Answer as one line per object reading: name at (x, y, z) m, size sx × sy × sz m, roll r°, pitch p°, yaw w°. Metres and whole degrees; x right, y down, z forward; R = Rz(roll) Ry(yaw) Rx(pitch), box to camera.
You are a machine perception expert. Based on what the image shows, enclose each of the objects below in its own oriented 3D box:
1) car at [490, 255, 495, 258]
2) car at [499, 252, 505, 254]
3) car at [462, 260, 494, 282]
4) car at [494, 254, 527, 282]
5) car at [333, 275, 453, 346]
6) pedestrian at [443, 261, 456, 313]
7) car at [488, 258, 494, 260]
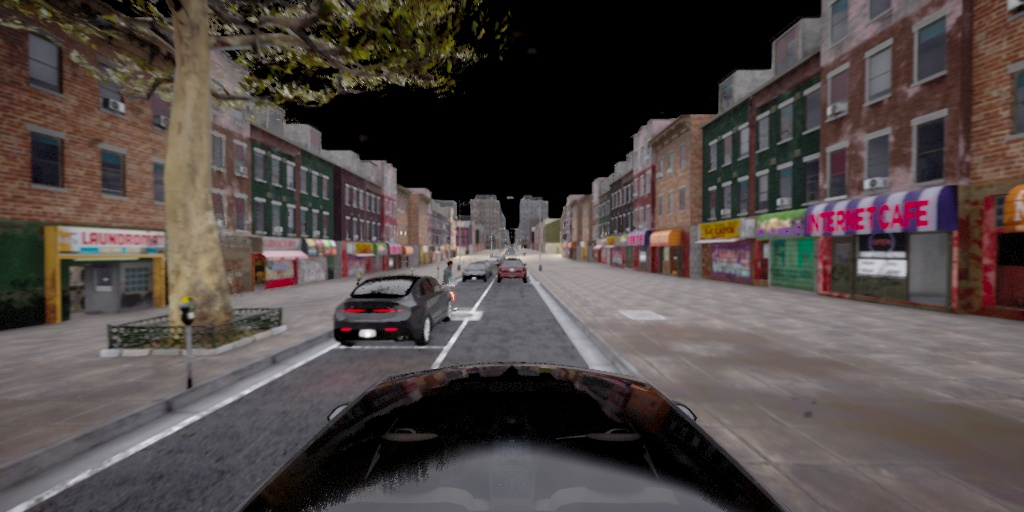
car at (-2.640, 0.862, 49.255) m, size 1.802 × 1.307 × 4.207 m, roll 0°, pitch 0°, yaw 0°
car at (-2.641, 0.508, 60.320) m, size 1.967 × 1.591 × 4.097 m, roll 0°, pitch 0°, yaw 0°
car at (-2.640, 1.166, 27.089) m, size 1.948 × 1.339 × 4.313 m, roll 0°, pitch 0°, yaw 0°
car at (0.038, 0.954, 27.046) m, size 2.097 × 1.767 × 4.553 m, roll 0°, pitch 1°, yaw 1°
car at (-2.751, 1.216, 9.252) m, size 1.837 × 1.490 × 4.892 m, roll 0°, pitch 0°, yaw 0°
pedestrian at (-2.178, 0.988, 12.189) m, size 0.375 × 1.860 × 0.375 m, roll 1°, pitch 1°, yaw 0°
car at (-2.640, 1.110, 32.632) m, size 1.948 × 1.339 × 4.313 m, roll 0°, pitch 0°, yaw 0°
